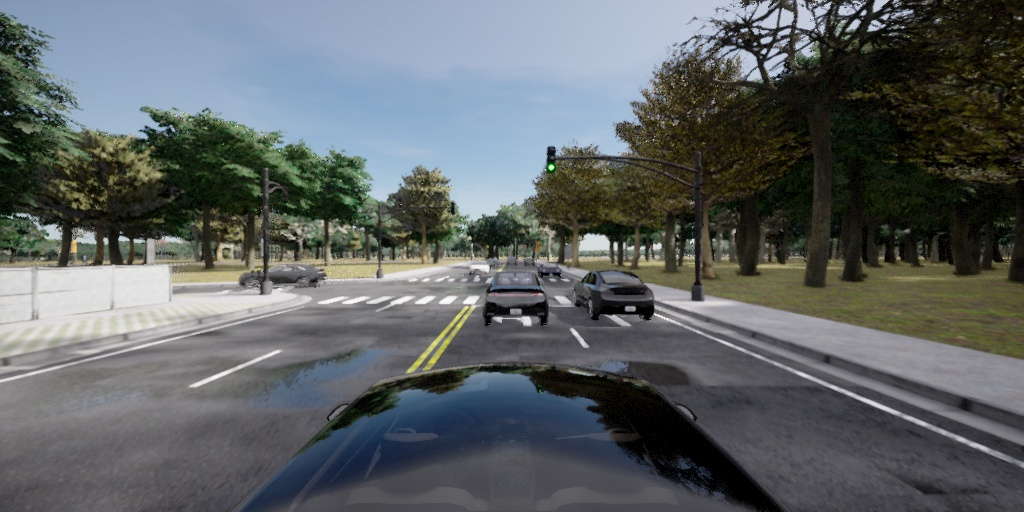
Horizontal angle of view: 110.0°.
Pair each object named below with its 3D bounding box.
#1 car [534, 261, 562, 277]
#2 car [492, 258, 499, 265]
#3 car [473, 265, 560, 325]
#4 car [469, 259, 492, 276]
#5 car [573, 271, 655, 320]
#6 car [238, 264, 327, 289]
[{"bbox_3d":[3.354,1.302,33.114,1.895,1.301,4.718,0,0,0],"label":"car"},{"bbox_3d":[-3.317,1.161,52.005,1.837,1.490,4.892,0,0,0],"label":"car"},{"bbox_3d":[0.103,1.229,11.733,2.128,1.511,4.902,0,0,0],"label":"car"},{"bbox_3d":[-3.341,1.217,37.193,1.812,1.442,4.674,0,0,0],"label":"car"},{"bbox_3d":[3.351,1.242,12.542,1.837,1.490,4.892,0,0,0],"label":"car"},{"bbox_3d":[-14.666,1.267,23.108,4.902,1.511,2.128,0,0,-13],"label":"car"}]
